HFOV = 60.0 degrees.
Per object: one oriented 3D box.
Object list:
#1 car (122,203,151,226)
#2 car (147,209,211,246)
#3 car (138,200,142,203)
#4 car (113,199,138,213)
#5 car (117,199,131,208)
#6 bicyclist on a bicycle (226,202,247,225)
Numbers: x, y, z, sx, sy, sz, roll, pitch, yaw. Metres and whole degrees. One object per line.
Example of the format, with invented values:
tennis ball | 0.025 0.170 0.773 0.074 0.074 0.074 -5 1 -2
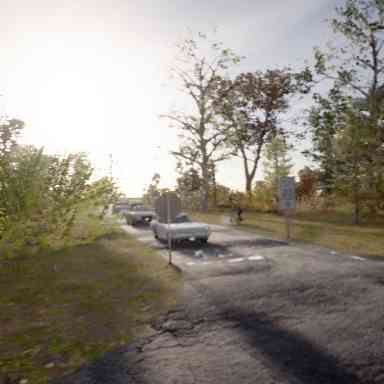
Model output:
car | -3.908 1.801 25.912 1.994 1.385 4.181 -1 0 -19
car | -0.684 1.746 16.541 1.895 1.301 4.718 -1 0 -19
car | -8.018 1.859 46.841 1.882 1.535 5.008 -1 0 -19
car | -7.781 1.844 37.175 2.128 1.511 4.902 -1 0 -19
car | -11.931 2.010 58.162 1.837 1.490 4.892 -1 0 -19
bicyclist on a bicycle | 3.169 1.541 23.742 1.656 1.620 0.582 -1 0 -19
